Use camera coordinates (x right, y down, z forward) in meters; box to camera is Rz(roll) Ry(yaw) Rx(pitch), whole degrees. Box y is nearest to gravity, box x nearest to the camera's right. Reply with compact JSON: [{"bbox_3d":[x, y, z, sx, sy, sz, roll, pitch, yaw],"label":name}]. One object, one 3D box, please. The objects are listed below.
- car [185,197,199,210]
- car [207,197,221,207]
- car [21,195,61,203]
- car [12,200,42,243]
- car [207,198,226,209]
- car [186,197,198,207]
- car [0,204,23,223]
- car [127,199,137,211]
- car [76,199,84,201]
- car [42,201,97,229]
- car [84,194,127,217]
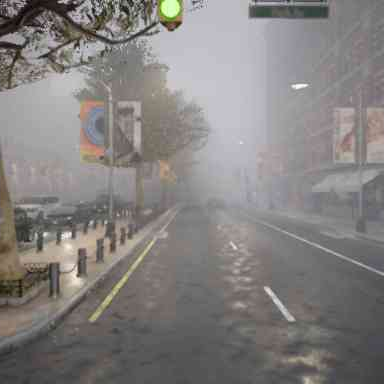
[{"bbox_3d":[-0.016,1.580,44.593,2.033,1.411,5.357,0,0,0],"label":"car"},{"bbox_3d":[3.481,1.604,54.057,1.994,1.385,4.181,0,0,0],"label":"car"},{"bbox_3d":[-11.509,1.239,24.735,2.150,2.045,5.566,0,0,0],"label":"car"},{"bbox_3d":[-8.084,1.361,13.048,2.097,1.767,4.553,0,0,0],"label":"car"},{"bbox_3d":[3.484,1.581,45.056,2.033,1.411,5.357,0,0,0],"label":"car"},{"bbox_3d":[-0.019,1.544,54.056,1.837,1.490,4.892,0,0,0],"label":"car"},{"bbox_3d":[-14.758,1.613,24.853,1.895,1.301,4.718,0,0,0],"label":"car"},{"bbox_3d":[-8.015,1.594,41.364,1.994,1.385,4.181,0,0,0],"label":"car"},{"bbox_3d":[-11.512,1.517,35.173,2.128,1.511,4.902,0,0,0],"label":"car"},{"bbox_3d":[-8.032,1.542,21.933,1.812,1.442,4.674,0,0,1],"label":"car"},{"bbox_3d":[-8.011,1.244,31.549,2.150,2.045,5.566,0,0,0],"label":"car"}]
